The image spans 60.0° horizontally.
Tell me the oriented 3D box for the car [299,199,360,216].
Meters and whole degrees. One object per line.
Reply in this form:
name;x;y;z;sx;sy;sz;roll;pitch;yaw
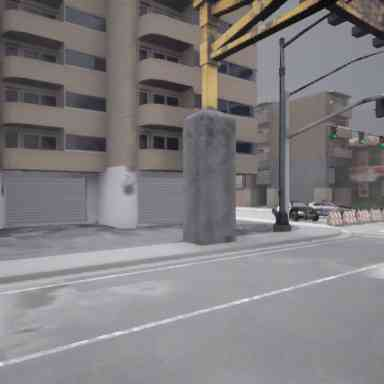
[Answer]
car;11.757;1.295;28.613;4.536;1.218;1.853;0;0;34

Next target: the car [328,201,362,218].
car;11.800;1.453;28.584;4.974;1.542;2.038;0;0;34

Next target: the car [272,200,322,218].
car;8.215;1.295;26.485;1.853;1.218;4.536;0;0;-11

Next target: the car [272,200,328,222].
car;8.225;1.453;26.434;2.038;1.542;4.974;0;0;-11
